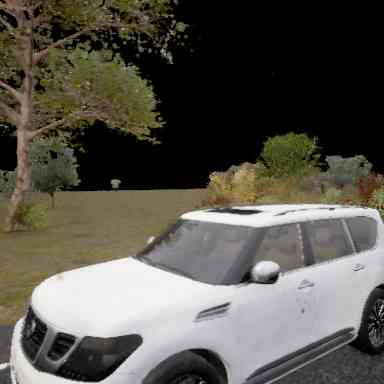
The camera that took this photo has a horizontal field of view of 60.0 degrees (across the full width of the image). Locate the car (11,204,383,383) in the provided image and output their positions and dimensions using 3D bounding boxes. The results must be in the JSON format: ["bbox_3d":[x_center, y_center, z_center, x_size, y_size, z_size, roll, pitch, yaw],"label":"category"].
[{"bbox_3d":[0.724,1.222,4.531,5.566,2.045,2.150,0,0,-36],"label":"car"}]
